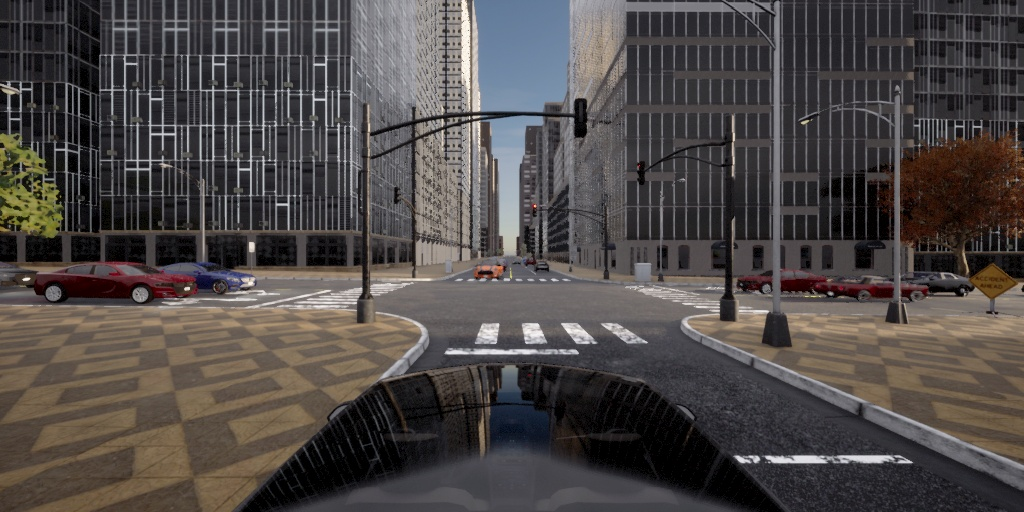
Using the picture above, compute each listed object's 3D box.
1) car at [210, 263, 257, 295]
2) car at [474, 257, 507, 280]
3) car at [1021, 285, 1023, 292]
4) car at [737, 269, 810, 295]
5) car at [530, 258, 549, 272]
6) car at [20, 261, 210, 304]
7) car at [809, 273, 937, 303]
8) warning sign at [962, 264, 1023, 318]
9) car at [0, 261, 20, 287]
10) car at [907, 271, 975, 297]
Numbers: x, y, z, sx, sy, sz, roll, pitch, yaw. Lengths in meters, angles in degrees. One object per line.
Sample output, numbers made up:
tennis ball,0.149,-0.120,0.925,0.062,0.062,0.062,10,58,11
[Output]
car,-14.986,1.026,17.316,4.674,1.442,1.812,1,0,-1
car,-1.981,1.121,31.703,2.097,1.767,4.553,0,0,5
car,36.267,1.932,23.263,4.892,1.490,1.837,1,0,-3
car,16.706,1.554,22.317,5.008,1.535,1.882,1,0,-3
car,3.818,1.329,46.652,1.948,1.339,4.313,0,0,0
car,-15.295,0.973,14.044,5.008,1.535,1.882,1,0,-2
car,18.892,1.717,18.907,4.718,1.301,1.895,1,0,-4
warning sign,17.251,1.204,12.883,1.060,1.860,1.300,0,0,-3
car,-24.912,0.882,16.833,4.181,1.385,1.994,1,0,-3
car,26.276,1.740,22.785,4.902,1.511,2.128,1,0,-3
